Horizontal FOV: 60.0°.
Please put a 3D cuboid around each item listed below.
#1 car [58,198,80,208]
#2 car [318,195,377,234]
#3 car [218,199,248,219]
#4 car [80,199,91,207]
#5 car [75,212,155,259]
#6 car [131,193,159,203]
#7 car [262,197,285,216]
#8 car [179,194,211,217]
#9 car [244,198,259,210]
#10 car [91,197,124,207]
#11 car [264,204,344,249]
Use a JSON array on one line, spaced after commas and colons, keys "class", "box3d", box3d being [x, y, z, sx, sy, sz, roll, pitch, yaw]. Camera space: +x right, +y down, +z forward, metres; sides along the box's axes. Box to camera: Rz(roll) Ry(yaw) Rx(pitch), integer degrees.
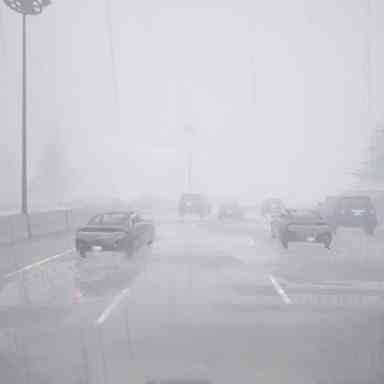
[{"class": "car", "box3d": [-17.054, 1.514, 47.461, 1.994, 1.385, 4.181, 0, 0, 17]}, {"class": "car", "box3d": [8.782, 1.200, 19.383, 2.150, 2.045, 5.566, 0, 0, 9]}, {"class": "car", "box3d": [3.396, 1.534, 28.400, 1.994, 1.385, 4.181, 0, 0, 12]}, {"class": "car", "box3d": [-13.381, 1.457, 47.469, 1.837, 1.490, 4.892, 0, -1, 18]}, {"class": "car", "box3d": [-2.659, 1.478, 12.513, 2.128, 1.511, 4.902, 0, 0, 5]}, {"class": "car", "box3d": [-6.427, 1.174, 46.300, 2.150, 2.045, 5.566, 0, 0, 18]}, {"class": "car", "box3d": [7.761, 1.320, 31.678, 2.097, 1.767, 4.553, 0, 0, 14]}, {"class": "car", "box3d": [0.353, 1.189, 30.960, 2.150, 2.045, 5.566, 0, 0, 13]}, {"class": "car", "box3d": [7.291, 1.481, 42.553, 1.812, 1.442, 4.674, 0, 0, 18]}, {"class": "car", "box3d": [-10.805, 1.460, 44.007, 1.837, 1.490, 4.892, 0, 0, 17]}, {"class": "car", "box3d": [4.595, 1.476, 14.476, 2.128, 1.511, 4.902, 0, 0, 6]}]
